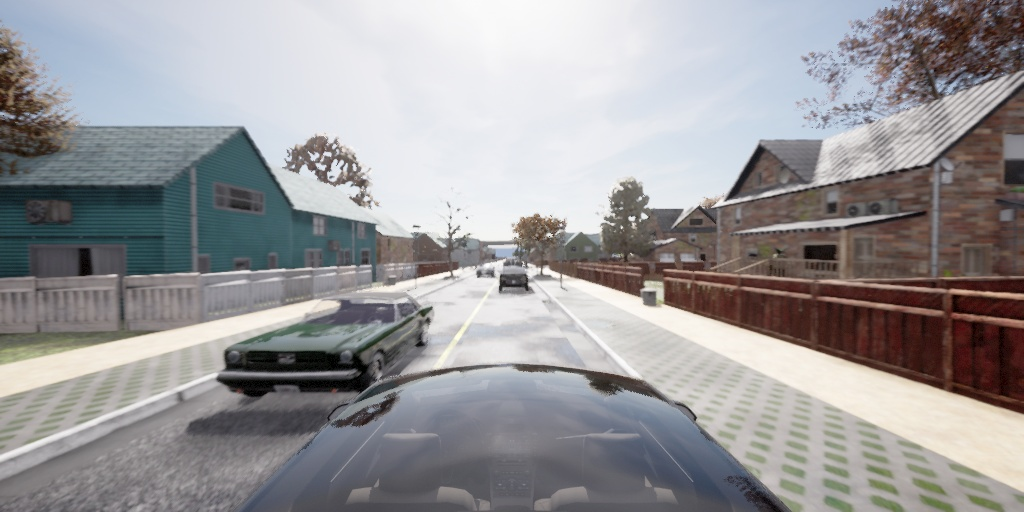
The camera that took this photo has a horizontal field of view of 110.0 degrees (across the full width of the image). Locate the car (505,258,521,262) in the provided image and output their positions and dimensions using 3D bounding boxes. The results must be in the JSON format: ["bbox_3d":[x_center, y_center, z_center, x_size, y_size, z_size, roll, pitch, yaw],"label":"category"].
[{"bbox_3d":[0.111,1.269,41.015,2.150,2.045,5.566,0,-1,0],"label":"car"}]

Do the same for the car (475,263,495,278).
[{"bbox_3d":[-2.829,1.526,38.911,2.128,1.511,4.902,0,0,0],"label":"car"}]

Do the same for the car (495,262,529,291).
[{"bbox_3d":[0.105,1.395,23.830,1.882,1.535,5.008,0,0,0],"label":"car"}]

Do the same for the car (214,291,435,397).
[{"bbox_3d":[-2.847,1.389,6.738,1.895,1.301,4.718,0,0,0],"label":"car"}]
